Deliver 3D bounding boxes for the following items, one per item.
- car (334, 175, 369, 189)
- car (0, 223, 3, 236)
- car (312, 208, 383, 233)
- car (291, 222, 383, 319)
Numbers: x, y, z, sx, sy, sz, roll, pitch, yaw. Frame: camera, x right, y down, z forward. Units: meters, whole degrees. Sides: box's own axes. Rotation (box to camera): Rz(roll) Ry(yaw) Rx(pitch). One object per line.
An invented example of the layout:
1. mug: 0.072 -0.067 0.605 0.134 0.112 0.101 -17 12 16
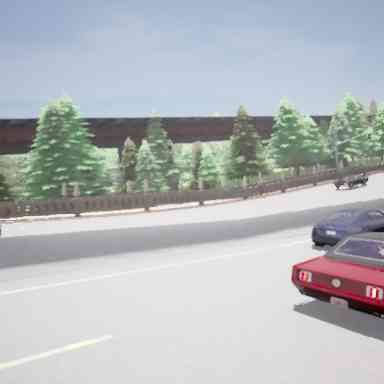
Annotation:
1. car: 18.540 -1.238 38.703 4.718 1.301 1.895 -10 6 -35
2. car: -10.584 1.516 13.638 4.892 1.490 1.837 -1 1 -36
3. car: 6.428 1.297 12.638 4.181 1.385 1.994 -3 2 -35
4. car: 4.234 1.496 6.771 4.718 1.301 1.895 -1 1 -36
